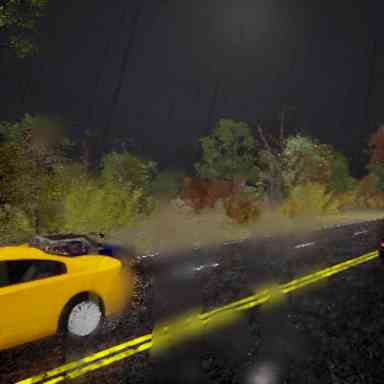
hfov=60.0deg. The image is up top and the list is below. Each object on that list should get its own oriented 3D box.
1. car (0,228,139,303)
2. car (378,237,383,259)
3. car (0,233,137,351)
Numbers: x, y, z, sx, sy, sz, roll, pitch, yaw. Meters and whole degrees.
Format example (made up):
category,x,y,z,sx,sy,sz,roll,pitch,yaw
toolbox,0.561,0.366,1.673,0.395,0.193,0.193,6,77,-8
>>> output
category,x,y,z,sx,sy,sz,roll,pitch,yaw
car,-3.965,1.865,9.101,4.718,1.301,1.895,0,-2,-44
car,8.254,1.699,11.702,5.357,1.411,2.033,0,-2,-44
car,-3.427,1.645,5.076,5.008,1.535,1.882,0,-2,-45
